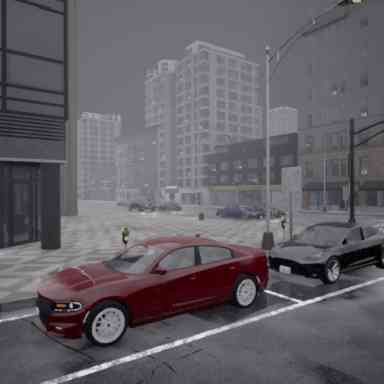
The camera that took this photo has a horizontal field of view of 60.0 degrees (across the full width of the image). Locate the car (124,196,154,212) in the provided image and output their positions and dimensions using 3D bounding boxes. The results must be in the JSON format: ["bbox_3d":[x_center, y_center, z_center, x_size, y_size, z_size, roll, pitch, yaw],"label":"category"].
[{"bbox_3d":[-7.166,1.787,47.378,2.150,2.045,5.566,0,-1,-34],"label":"car"}]

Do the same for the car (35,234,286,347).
[{"bbox_3d":[-0.496,1.546,6.299,4.507,1.381,1.887,0,0,-35],"label":"car"}]

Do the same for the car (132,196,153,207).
[{"bbox_3d":[-10.321,1.940,68.997,2.150,2.045,5.566,0,0,-35],"label":"car"}]

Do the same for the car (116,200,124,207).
[{"bbox_3d":[-13.858,2.295,68.376,2.033,1.411,5.357,0,0,-35],"label":"car"}]

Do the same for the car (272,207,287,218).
[{"bbox_3d":[6.836,1.857,33.171,2.033,1.411,5.357,0,-1,-35],"label":"car"}]

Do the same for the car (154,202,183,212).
[{"bbox_3d":[-3.111,2.083,47.251,1.994,1.385,4.181,0,0,-35],"label":"car"}]

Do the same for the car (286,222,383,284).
[{"bbox_3d":[4.099,1.567,9.576,4.313,1.339,1.947,0,0,-35],"label":"car"}]

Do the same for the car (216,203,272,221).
[{"bbox_3d":[4.469,1.866,30.891,2.033,1.411,5.357,0,-1,-35],"label":"car"}]
